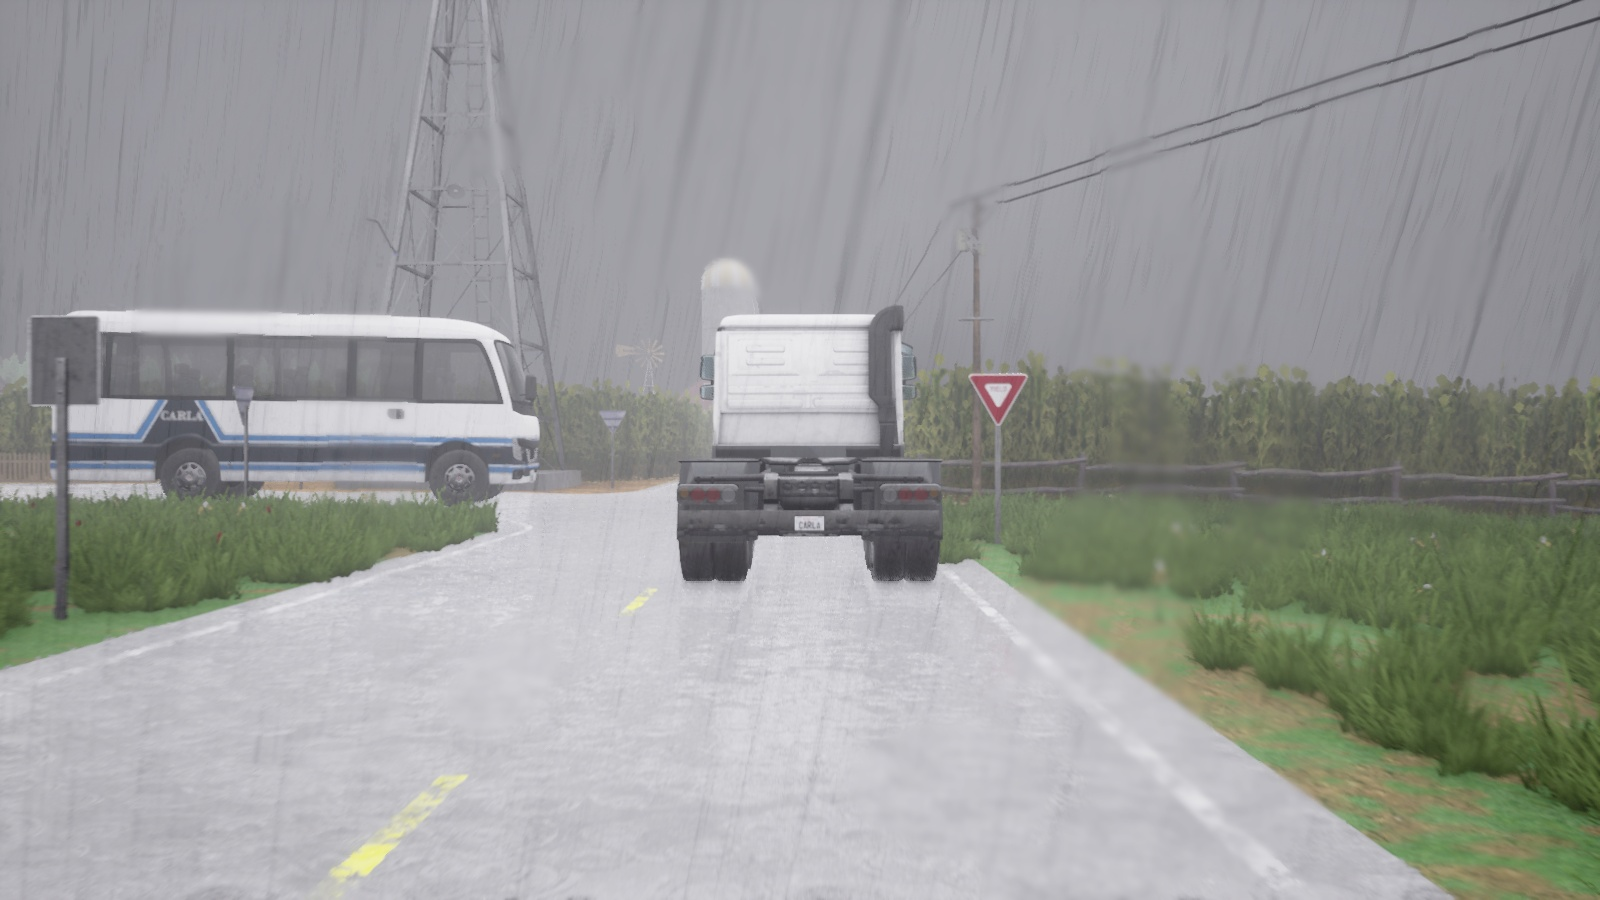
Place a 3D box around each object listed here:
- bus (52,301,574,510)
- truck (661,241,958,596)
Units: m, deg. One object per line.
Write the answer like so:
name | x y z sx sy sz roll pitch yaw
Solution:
bus | -10.532 -0.917 28.416 10.273 4.253 3.944 1 0 -5
truck | 0.110 -0.327 16.206 2.891 3.462 7.936 0 0 0
